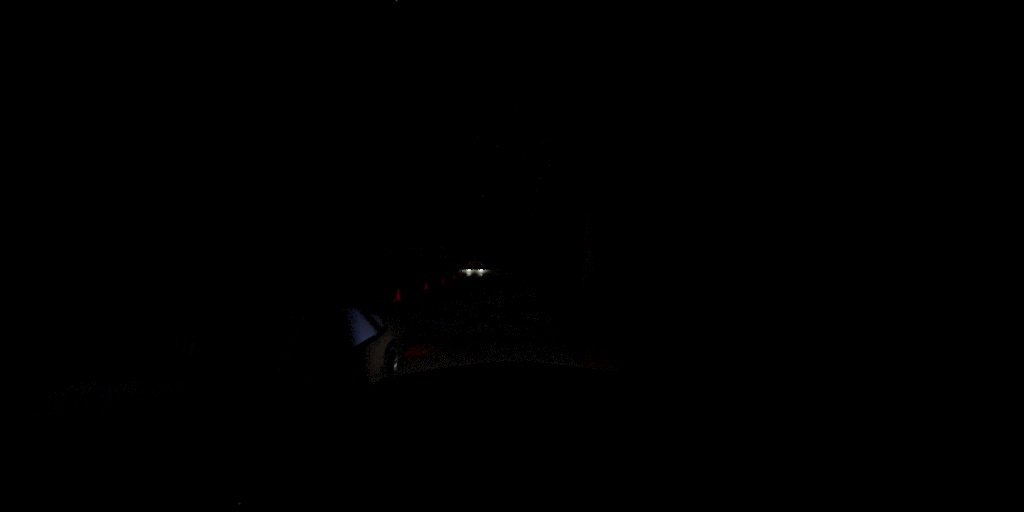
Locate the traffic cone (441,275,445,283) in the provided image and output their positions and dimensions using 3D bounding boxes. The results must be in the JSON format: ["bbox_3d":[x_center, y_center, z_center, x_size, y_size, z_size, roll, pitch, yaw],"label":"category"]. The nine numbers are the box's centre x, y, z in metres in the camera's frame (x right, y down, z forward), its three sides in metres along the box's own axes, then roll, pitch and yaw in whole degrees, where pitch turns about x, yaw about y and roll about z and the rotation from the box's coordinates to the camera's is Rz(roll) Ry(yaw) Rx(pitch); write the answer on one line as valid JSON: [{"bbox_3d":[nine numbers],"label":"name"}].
[{"bbox_3d":[-4.915,1.637,25.550,0.340,0.580,0.340,0,0,0],"label":"traffic cone"}]

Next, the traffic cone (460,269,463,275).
[{"bbox_3d":[-5.011,1.624,35.436,0.340,0.580,0.340,0,0,-2],"label":"traffic cone"}]

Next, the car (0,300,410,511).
[{"bbox_3d":[-2.693,1.267,4.050,2.033,1.411,5.357,1,0,0],"label":"car"}]

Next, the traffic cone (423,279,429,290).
[{"bbox_3d":[-4.924,1.638,20.551,0.340,0.580,0.340,0,0,0],"label":"traffic cone"}]

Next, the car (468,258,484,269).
[{"bbox_3d":[-5.207,0.995,50.180,1.882,1.535,5.008,1,1,-9],"label":"car"}]

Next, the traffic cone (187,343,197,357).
[{"bbox_3d":[-4.951,1.639,5.550,0.340,0.580,0.340,0,0,0],"label":"traffic cone"}]

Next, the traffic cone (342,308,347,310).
[{"bbox_3d":[-4.942,1.639,10.550,0.340,0.580,0.340,0,0,0],"label":"traffic cone"}]

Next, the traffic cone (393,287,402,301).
[{"bbox_3d":[-4.933,1.638,15.551,0.340,0.580,0.340,0,0,0],"label":"traffic cone"}]

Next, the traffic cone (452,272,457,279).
[{"bbox_3d":[-4.907,1.637,30.540,0.340,0.580,0.340,0,0,0],"label":"traffic cone"}]
